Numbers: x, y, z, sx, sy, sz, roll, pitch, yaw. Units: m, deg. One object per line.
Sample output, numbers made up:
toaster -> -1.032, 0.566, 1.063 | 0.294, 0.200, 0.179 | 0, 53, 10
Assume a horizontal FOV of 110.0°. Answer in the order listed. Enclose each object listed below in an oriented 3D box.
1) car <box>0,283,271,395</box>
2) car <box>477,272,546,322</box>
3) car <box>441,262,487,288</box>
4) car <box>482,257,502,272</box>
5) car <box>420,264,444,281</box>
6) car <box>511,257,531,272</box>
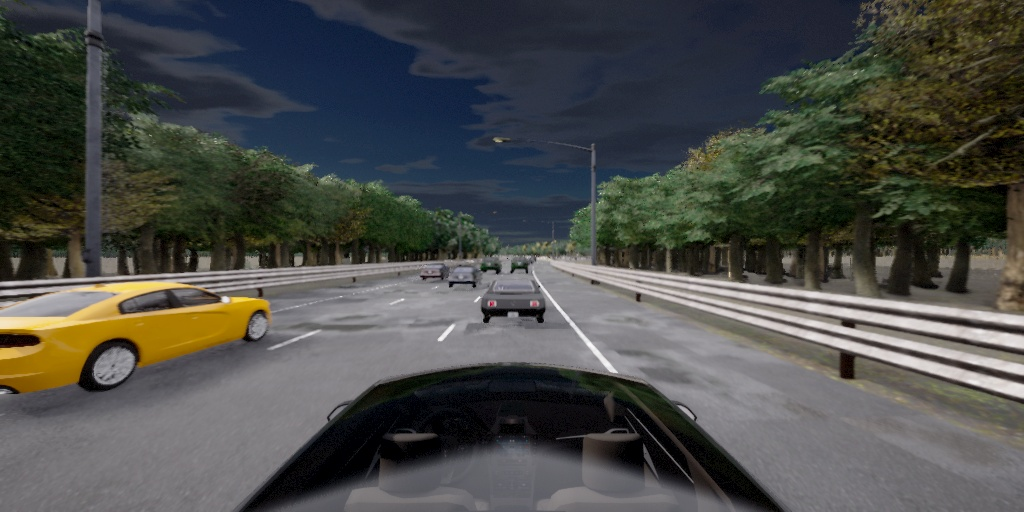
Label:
car -> -6.888, 1.240, 6.815 | 1.882, 1.535, 5.008 | 0, 0, 0
car -> 0.064, 1.385, 12.358 | 1.895, 1.301, 4.718 | 0, 0, 1
car -> -3.125, 1.365, 24.717 | 2.033, 1.411, 5.357 | 0, 0, 1
car -> -2.485, 1.081, 43.685 | 2.150, 2.045, 5.566 | 0, 0, 2
car -> -6.501, 1.378, 31.324 | 2.033, 1.411, 5.357 | 0, 0, 2
car -> 1.033, 1.087, 46.371 | 2.150, 2.045, 5.566 | 0, 0, 3
